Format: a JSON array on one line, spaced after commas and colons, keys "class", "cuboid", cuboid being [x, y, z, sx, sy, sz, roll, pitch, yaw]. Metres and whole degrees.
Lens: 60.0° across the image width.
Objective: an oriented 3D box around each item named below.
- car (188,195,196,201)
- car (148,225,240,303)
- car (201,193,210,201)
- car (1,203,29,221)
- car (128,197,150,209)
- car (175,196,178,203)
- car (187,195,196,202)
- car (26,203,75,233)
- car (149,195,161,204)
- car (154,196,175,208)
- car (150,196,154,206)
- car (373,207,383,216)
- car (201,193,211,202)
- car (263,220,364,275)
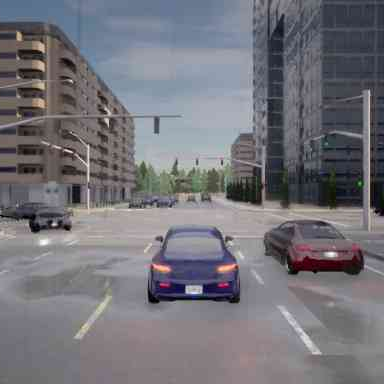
[{"class": "car", "cuboid": [-0.033, 1.525, 87.763, 2.128, 1.511, 4.902, 0, 0, 1]}, {"class": "car", "cuboid": [0.048, 1.526, 8.062, 1.812, 1.442, 4.674, 0, 0, 0]}, {"class": "car", "cuboid": [3.468, 1.225, 87.790, 2.150, 2.045, 5.566, 0, 0, 1]}, {"class": "car", "cuboid": [-12.455, 1.590, 27.023, 5.357, 1.411, 2.033, 0, 0, 0]}, {"class": "car", "cuboid": [-7.495, 1.505, 46.012, 1.837, 1.490, 4.892, 0, 0, 1]}, {"class": "car", "cuboid": [-3.929, 1.526, 58.460, 1.812, 1.442, 4.674, 0, 0, 1]}, {"class": "car", "cuboid": [-0.144, 1.540, 77.420, 2.033, 1.411, 5.357, 0, 0, 1]}, {"class": "car", "cuboid": [-8.342, 1.576, 19.605, 1.994, 1.385, 4.181, 1, -1, -30]}, {"class": "car", "cuboid": [-7.301, 1.478, 66.014, 1.882, 1.535, 5.008, 0, 0, 1]}, {"class": "car", "cuboid": [-3.984, 1.352, 48.972, 2.097, 1.767, 4.553, 0, 0, 0]}, {"class": "car", "cuboid": [-7.455, 1.564, 54.906, 1.994, 1.385, 4.181, 0, 0, 2]}, {"class": "car", "cuboid": [19.462, 1.656, 30.665, 4.718, 1.301, 1.895, 0, 0, 0]}, {"class": "car", "cuboid": [3.358, 1.355, 77.627, 2.097, 1.767, 4.553, 0, 0, 1]}, {"class": "car", "cuboid": [3.557, 1.564, 10.484, 1.994, 1.385, 4.181, 0, 0, 0]}]
